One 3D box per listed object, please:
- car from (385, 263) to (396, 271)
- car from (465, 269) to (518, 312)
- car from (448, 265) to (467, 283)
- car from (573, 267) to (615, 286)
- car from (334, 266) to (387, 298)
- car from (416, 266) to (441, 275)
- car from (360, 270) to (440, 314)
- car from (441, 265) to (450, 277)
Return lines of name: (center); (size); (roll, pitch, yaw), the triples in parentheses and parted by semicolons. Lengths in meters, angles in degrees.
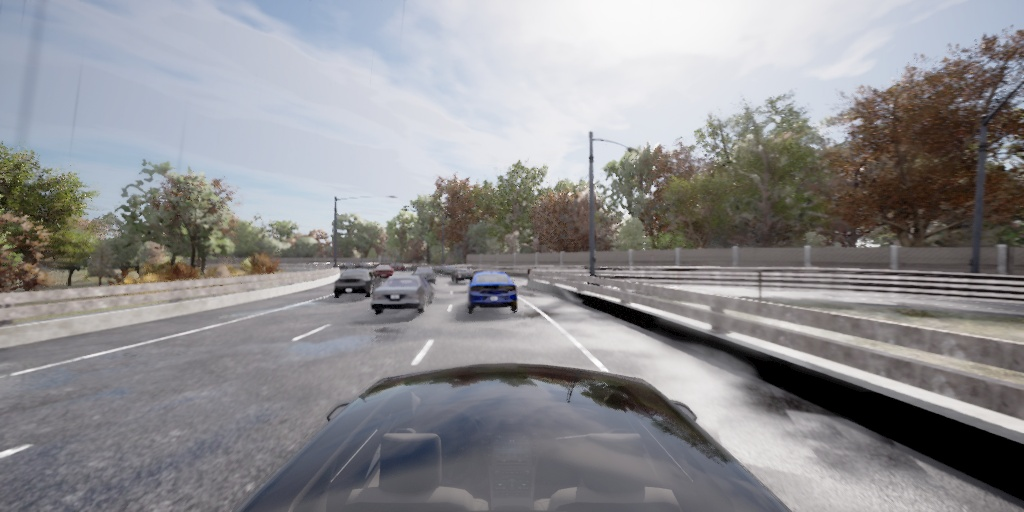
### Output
car: (-13.401, 1.753, 37.502); (1.882, 1.535, 5.008); (0, -1, -20)
car: (-0.919, 1.406, 15.306); (1.882, 1.535, 5.008); (0, -1, -6)
car: (-4.435, 1.768, 32.576); (1.895, 1.301, 4.718); (0, -1, -15)
car: (6.236, 1.598, 29.265); (4.181, 1.385, 1.994); (-1, -1, 42)
car: (-8.770, 1.542, 20.728); (1.837, 1.490, 4.892); (0, -1, -10)
car: (-7.597, 1.711, 31.024); (2.033, 1.411, 5.357); (0, -1, -16)
car: (-4.340, 1.488, 14.855); (2.033, 1.411, 5.357); (0, -1, -7)
car: (-8.657, 1.894, 46.713); (1.994, 1.385, 4.181); (0, -1, -33)
